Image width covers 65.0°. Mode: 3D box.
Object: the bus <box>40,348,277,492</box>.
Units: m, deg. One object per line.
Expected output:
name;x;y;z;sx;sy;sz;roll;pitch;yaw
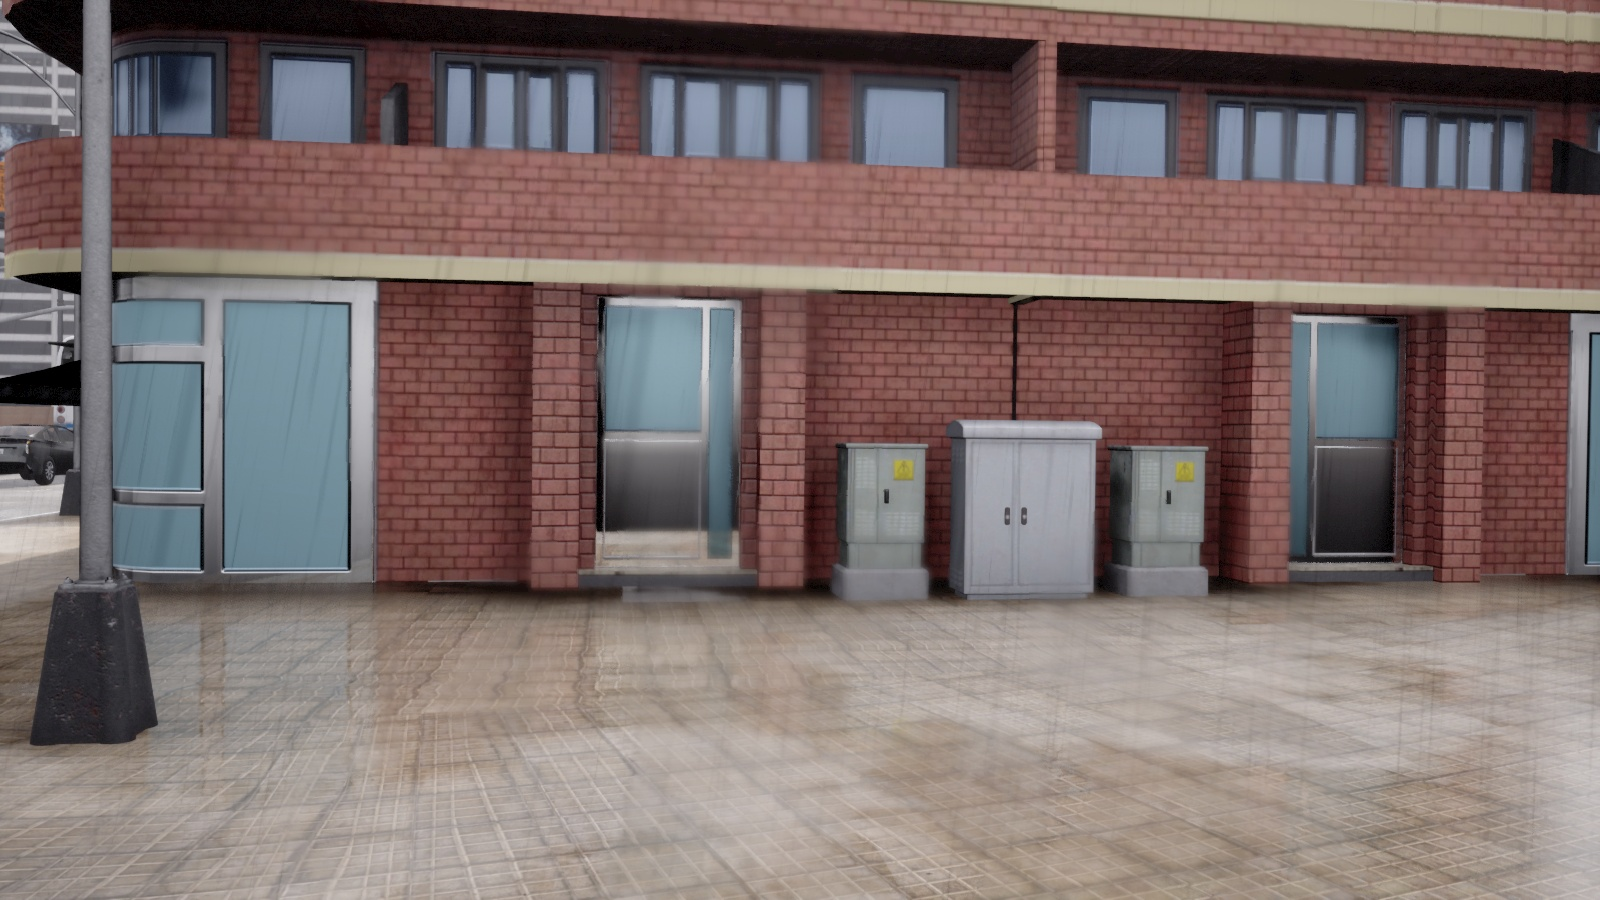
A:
bus;-21.282;-0.987;42.639;3.944;4.253;10.273;-1;1;-8

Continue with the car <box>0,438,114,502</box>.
car;-19.882;0.482;32.751;2.007;1.525;4.514;-1;1;-8

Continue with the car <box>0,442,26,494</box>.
car;-23.934;0.534;35.491;2.163;1.488;4.792;-1;1;-14
